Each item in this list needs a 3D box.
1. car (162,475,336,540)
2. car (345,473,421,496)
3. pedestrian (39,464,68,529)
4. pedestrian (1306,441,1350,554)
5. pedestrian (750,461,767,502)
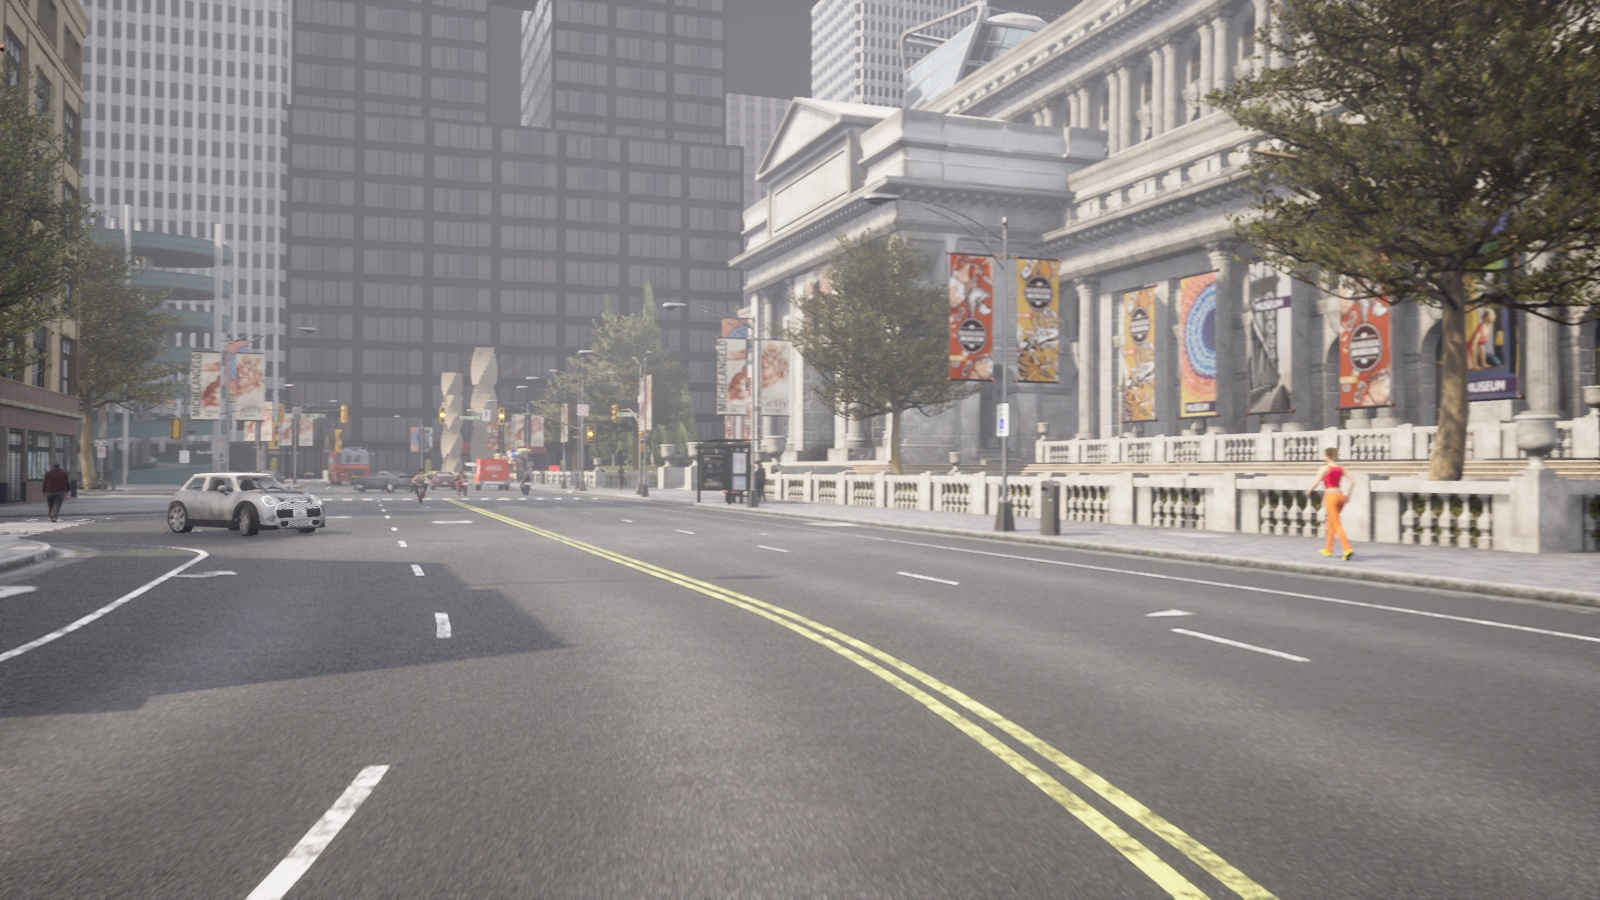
[{"bbox_3d":[-13.383,1.355,30.474,3.806,1.475,1.970,-1,-1,29],"label":"car"},{"bbox_3d":[-28.056,2.321,84.428,4.902,1.511,2.128,-1,-1,31],"label":"car"},{"bbox_3d":[-21.703,1.338,36.517,0.634,1.844,0.899,0,-1,-27],"label":"pedestrian"},{"bbox_3d":[8.693,0.775,20.670,0.345,1.836,0.594,0,-1,-17],"label":"pedestrian"},{"bbox_3d":[-1.869,1.431,56.740,0.540,1.848,0.694,0,-1,-27],"label":"pedestrian"}]
